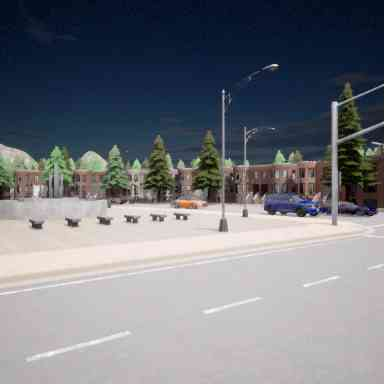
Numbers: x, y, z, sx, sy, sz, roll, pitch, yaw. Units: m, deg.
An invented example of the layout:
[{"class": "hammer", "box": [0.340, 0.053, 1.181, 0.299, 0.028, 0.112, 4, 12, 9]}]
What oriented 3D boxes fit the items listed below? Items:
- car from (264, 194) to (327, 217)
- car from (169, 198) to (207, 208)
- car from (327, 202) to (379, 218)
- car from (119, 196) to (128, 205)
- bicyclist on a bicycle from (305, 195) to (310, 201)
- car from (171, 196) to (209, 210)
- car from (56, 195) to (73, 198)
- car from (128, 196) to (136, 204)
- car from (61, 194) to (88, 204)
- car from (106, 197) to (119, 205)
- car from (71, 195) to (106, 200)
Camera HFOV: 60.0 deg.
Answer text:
[{"class": "car", "box": [9.320, 1.222, 31.291, 2.150, 2.045, 5.566, 0, 0, -38]}, {"class": "car", "box": [-0.628, 1.547, 47.999, 5.357, 1.411, 2.033, 0, 0, 38]}, {"class": "car", "box": [14.323, 1.600, 30.442, 1.895, 1.301, 4.718, 0, 0, -37]}, {"class": "car", "box": [-14.104, 1.564, 58.804, 4.181, 1.385, 1.994, 0, 0, 18]}, {"class": "bicyclist on a bicycle", "box": [16.149, 1.303, 46.584, 1.656, 1.620, 0.582, 0, 0, -37]}, {"class": "car", "box": [-0.051, 1.351, 42.703, 4.553, 1.767, 2.097, 0, 0, 42]}, {"class": "car", "box": [-23.841, 1.505, 60.674, 4.892, 1.490, 1.837, 0, 0, 5]}, {"class": "car", "box": [-12.759, 1.505, 62.036, 4.892, 1.490, 1.837, 0, 0, 18]}, {"class": "car", "box": [-22.579, 1.352, 63.968, 4.553, 1.767, 2.097, 0, 0, 7]}, {"class": "car", "box": [-15.229, 1.313, 55.693, 4.718, 1.301, 1.895, 0, 0, 16]}, {"class": "car", "box": [-16.236, 1.586, 52.341, 4.181, 1.385, 1.994, 0, 0, 16]}]
